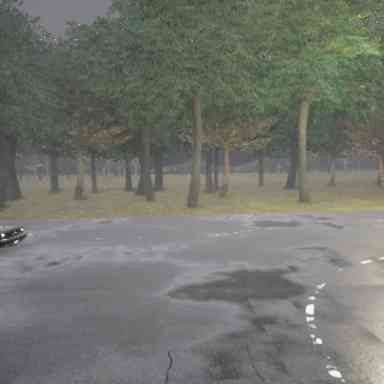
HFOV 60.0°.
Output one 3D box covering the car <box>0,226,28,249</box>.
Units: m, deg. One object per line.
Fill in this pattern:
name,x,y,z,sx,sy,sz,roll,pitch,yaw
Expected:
car,-9.340,1.816,13.428,4.718,1.301,1.895,-3,2,-1
